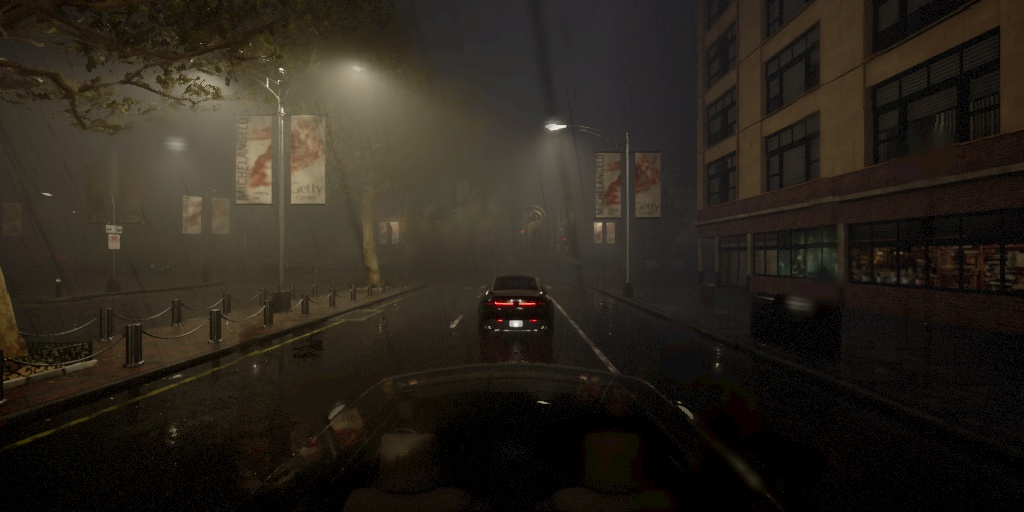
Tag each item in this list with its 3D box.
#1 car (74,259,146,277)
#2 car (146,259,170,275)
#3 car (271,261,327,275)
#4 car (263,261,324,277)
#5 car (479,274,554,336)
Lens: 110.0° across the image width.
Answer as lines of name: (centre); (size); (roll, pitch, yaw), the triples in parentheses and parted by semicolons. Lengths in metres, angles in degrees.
car: (-39.369, 1.227, 34.915); (5.008, 1.535, 1.882); (0, 0, 0)
car: (-39.535, 1.102, 38.416); (4.553, 1.767, 2.097); (0, 0, 0)
car: (-22.691, 1.255, 38.236); (4.892, 1.490, 1.837); (0, 0, 1)
car: (-21.354, 1.241, 34.719); (4.902, 1.511, 2.128); (0, 0, 1)
car: (0.124, 1.255, 10.385); (1.837, 1.490, 4.892); (0, 0, 1)
